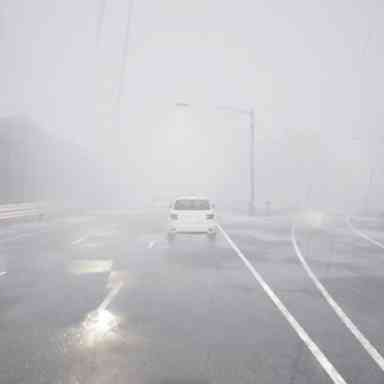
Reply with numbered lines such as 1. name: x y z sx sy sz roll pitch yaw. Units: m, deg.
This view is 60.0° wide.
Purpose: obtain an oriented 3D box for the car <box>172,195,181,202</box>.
1. car: -3.491 1.455 77.357 1.882 1.535 5.008 0 0 0

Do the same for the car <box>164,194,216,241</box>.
1. car: 0.003 1.233 16.968 2.150 2.045 5.566 0 0 0

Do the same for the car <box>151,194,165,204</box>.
1. car: -6.991 1.333 66.967 2.150 2.045 5.566 0 0 0

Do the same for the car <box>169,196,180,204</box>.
1. car: -3.492 1.610 66.934 1.837 1.490 4.892 0 0 0

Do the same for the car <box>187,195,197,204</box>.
1. car: 0.009 1.470 68.569 2.097 1.767 4.553 0 0 0

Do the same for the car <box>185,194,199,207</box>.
1. car: 0.008 1.299 55.664 2.150 2.045 5.566 0 0 0

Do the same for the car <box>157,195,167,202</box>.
1. car: -6.991 1.455 77.357 1.882 1.535 5.008 0 0 0
